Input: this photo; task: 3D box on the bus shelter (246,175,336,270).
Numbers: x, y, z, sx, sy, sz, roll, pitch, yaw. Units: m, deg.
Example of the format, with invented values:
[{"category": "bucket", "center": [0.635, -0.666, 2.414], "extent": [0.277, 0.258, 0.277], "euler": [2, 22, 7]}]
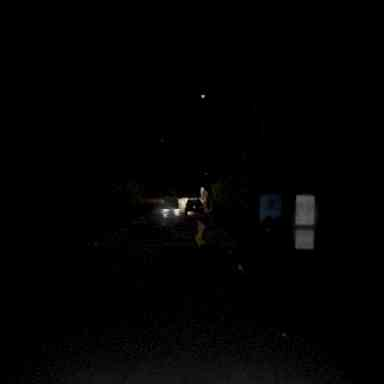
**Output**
[{"category": "bus shelter", "center": [3.196, 0.844, 11.615], "extent": [1.920, 2.740, 3.880], "euler": [1, 1, 0]}]

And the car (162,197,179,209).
[{"category": "car", "center": [-2.655, 1.382, 43.156], "extent": [1.812, 1.442, 4.674], "euler": [0, 0, 0]}]

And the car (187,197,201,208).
[{"category": "car", "center": [0.262, 1.443, 46.735], "extent": [1.895, 1.301, 4.718], "euler": [0, 0, 1]}]

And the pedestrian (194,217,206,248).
[{"category": "pedestrian", "center": [0.359, 1.538, 13.129], "extent": [0.375, 1.300, 0.375], "euler": [-1, 1, -10]}]

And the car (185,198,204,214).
[{"category": "car", "center": [0.224, 1.441, 33.353], "extent": [2.033, 1.411, 5.357], "euler": [0, 0, 1]}]
